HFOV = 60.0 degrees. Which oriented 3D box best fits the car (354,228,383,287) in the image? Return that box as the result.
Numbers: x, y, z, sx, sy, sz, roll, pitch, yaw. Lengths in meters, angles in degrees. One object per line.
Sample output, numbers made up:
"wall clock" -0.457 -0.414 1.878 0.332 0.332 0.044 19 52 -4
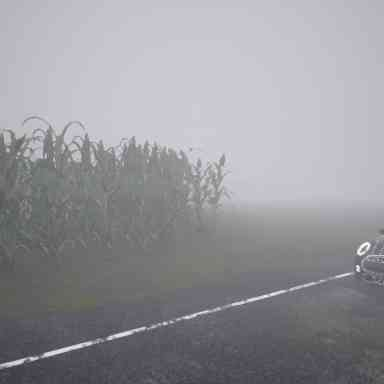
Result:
"car" 6.068 1.352 8.376 4.553 1.767 2.097 0 0 -36
